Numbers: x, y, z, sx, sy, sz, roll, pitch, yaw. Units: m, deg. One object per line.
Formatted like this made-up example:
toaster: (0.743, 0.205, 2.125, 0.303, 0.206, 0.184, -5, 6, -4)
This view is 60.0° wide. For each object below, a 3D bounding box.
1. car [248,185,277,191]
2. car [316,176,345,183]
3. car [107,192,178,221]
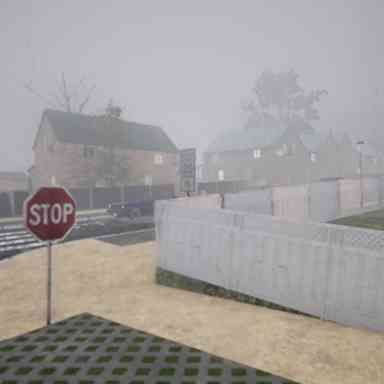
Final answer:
car: (5.036, 0.182, 24.501, 4.718, 1.301, 1.895, -4, 3, -40)
car: (12.898, -0.643, 31.160, 4.553, 1.767, 2.097, -4, 3, -42)
car: (-2.229, 0.712, 18.339, 4.718, 1.301, 1.895, -4, 3, -40)
